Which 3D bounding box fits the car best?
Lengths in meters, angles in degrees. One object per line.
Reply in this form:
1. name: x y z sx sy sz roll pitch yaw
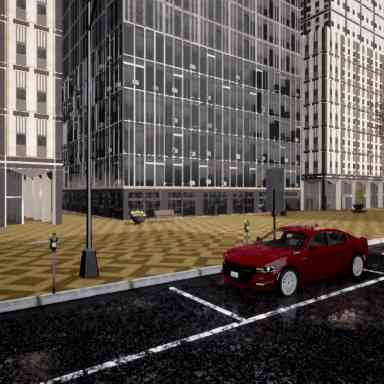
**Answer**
1. car: 2.751 1.545 8.528 4.507 1.381 1.887 0 0 -36
